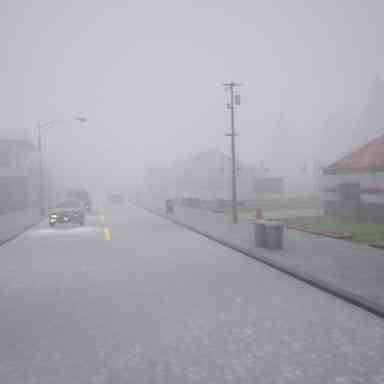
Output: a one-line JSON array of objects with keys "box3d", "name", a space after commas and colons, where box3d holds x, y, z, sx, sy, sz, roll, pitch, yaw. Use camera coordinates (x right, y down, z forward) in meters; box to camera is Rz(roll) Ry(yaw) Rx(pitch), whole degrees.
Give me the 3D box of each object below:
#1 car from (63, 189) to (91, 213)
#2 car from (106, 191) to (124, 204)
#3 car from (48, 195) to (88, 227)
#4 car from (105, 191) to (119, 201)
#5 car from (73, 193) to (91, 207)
[{"box3d": [-10.548, 0.802, 30.671, 2.150, 2.045, 5.566, -2, 1, -16], "name": "car"}, {"box3d": [-10.453, 0.730, 45.587, 1.882, 1.535, 5.008, -2, 1, -16], "name": "car"}, {"box3d": [-7.775, 1.227, 21.018, 1.837, 1.490, 4.892, -2, 1, -16], "name": "car"}, {"box3d": [-13.398, 0.601, 55.497, 2.128, 1.511, 4.902, -2, 1, -16], "name": "car"}, {"box3d": [-13.358, 0.959, 40.631, 1.812, 1.442, 4.674, -2, 1, -16], "name": "car"}]
